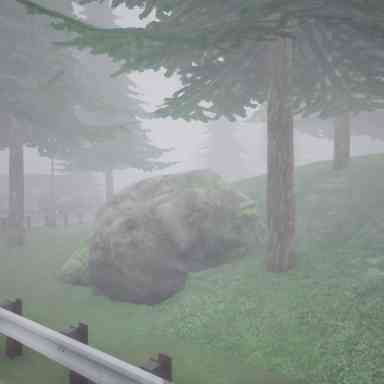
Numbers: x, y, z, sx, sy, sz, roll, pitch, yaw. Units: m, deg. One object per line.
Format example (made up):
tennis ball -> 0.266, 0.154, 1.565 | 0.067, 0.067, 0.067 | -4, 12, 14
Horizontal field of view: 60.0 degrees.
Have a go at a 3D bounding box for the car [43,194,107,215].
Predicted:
car -> -10.610, 1.205, 30.352 | 2.150, 2.045, 5.566 | 0, 0, 35

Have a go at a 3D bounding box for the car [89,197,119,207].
car -> -13.406, 1.504, 50.669 | 4.892, 1.490, 1.837 | 0, 0, 37
